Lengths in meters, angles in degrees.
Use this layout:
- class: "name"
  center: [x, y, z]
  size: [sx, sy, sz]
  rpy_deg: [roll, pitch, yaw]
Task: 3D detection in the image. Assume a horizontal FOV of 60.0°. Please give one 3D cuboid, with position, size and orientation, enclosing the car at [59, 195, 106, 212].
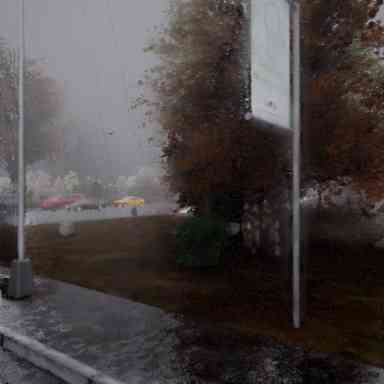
- class: "car"
  center: [-12.155, 1.477, 38.171]
  size: [2.128, 1.511, 4.902]
  rpy_deg: [0, 0, 38]

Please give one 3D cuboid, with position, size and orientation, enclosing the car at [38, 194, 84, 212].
- class: "car"
  center: [-15.342, 1.208, 39.777]
  size: [2.150, 2.045, 5.566]
  rpy_deg: [0, 0, 38]

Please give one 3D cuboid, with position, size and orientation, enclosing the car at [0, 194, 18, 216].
- class: "car"
  center: [-18.332, 1.218, 30.418]
  size: [2.150, 2.045, 5.566]
  rpy_deg: [0, 0, 39]

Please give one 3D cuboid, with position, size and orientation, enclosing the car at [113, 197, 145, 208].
- class: "car"
  center: [-9.050, 1.431, 47.827]
  size: [1.882, 1.535, 5.008]
  rpy_deg: [0, 0, 38]
